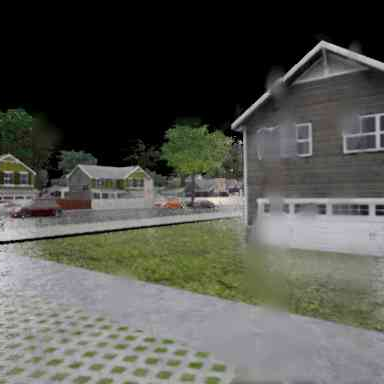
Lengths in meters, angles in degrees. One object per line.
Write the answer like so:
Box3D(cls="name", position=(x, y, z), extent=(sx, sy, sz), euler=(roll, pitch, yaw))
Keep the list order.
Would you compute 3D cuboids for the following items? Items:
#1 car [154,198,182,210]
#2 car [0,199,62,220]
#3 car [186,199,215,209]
Box3D(cls="car", position=(-3.584, 1.668, 49.479), extent=(2.097, 1.767, 4.553), euler=(-1, -1, 37))
Box3D(cls="car", position=(-14.156, 1.508, 29.928), extent=(2.097, 1.767, 4.553), euler=(-1, -1, 37))
Box3D(cls="car", position=(1.359, 1.841, 50.621), extent=(2.033, 1.411, 5.357), euler=(-1, -1, 37))
